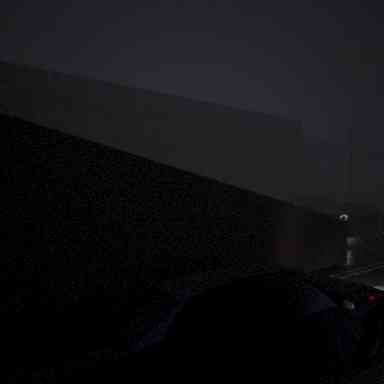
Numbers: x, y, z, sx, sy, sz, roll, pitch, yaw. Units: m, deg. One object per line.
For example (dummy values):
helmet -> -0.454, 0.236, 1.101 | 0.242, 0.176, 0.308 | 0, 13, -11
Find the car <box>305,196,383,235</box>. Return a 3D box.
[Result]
car -> 8.852, 1.322, 18.787 | 4.553, 1.767, 2.097 | 0, 0, -35

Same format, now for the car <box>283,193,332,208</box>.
car -> 7.286, 1.105, 21.962 | 5.566, 2.045, 2.150 | 0, 0, -35

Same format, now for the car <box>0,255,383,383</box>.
car -> 0.483, 1.543, 4.094 | 5.357, 1.411, 2.033 | 0, 0, -35
